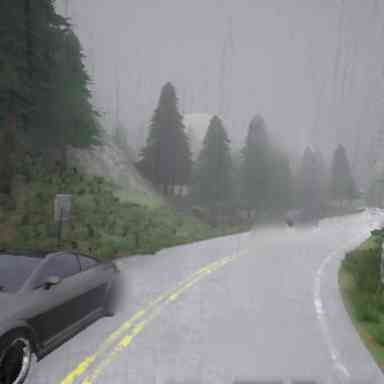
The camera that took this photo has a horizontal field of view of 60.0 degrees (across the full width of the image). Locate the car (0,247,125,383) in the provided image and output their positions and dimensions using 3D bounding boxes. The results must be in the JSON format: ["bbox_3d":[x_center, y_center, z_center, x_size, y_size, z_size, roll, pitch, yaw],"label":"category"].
[{"bbox_3d":[-2.663,1.603,5.139,1.994,1.385,4.181,0,-1,13],"label":"car"}]

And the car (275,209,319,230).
[{"bbox_3d":[8.175,2.031,25.388,2.033,1.411,5.357,-2,-2,36],"label":"car"}]
